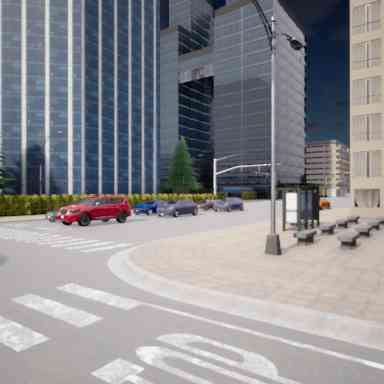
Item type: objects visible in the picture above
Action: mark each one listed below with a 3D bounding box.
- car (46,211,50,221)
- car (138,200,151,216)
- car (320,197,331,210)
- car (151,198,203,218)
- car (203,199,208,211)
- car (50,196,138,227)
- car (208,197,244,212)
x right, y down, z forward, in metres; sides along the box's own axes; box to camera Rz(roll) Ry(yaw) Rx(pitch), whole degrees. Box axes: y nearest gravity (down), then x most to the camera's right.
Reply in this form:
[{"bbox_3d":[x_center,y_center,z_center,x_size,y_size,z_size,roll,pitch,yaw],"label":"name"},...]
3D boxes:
[{"bbox_3d":[-9.309,1.605,26.683,1.812,1.442,4.674,0,0,36],"label":"car"},{"bbox_3d":[-3.869,1.557,34.264,1.882,1.535,5.008,0,0,36],"label":"car"},{"bbox_3d":[16.880,1.420,44.394,2.097,1.767,4.553,0,0,39],"label":"car"},{"bbox_3d":[-1.377,1.428,31.732,2.097,1.767,4.553,0,0,36],"label":"car"},{"bbox_3d":[1.973,1.605,42.357,1.812,1.442,4.674,0,0,36],"label":"car"},{"bbox_3d":[-6.893,1.298,24.064,2.150,2.045,5.566,0,0,36],"label":"car"},{"bbox_3d":[4.370,1.428,39.699,2.097,1.767,4.553,0,0,36],"label":"car"}]
